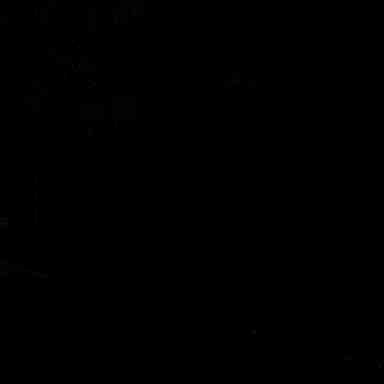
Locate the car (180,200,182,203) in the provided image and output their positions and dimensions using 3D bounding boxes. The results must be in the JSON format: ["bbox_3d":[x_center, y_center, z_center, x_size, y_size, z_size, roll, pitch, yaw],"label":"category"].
[{"bbox_3d":[-3.456,1.382,54.668,1.994,1.385,4.181,0,0,33],"label":"car"}]
